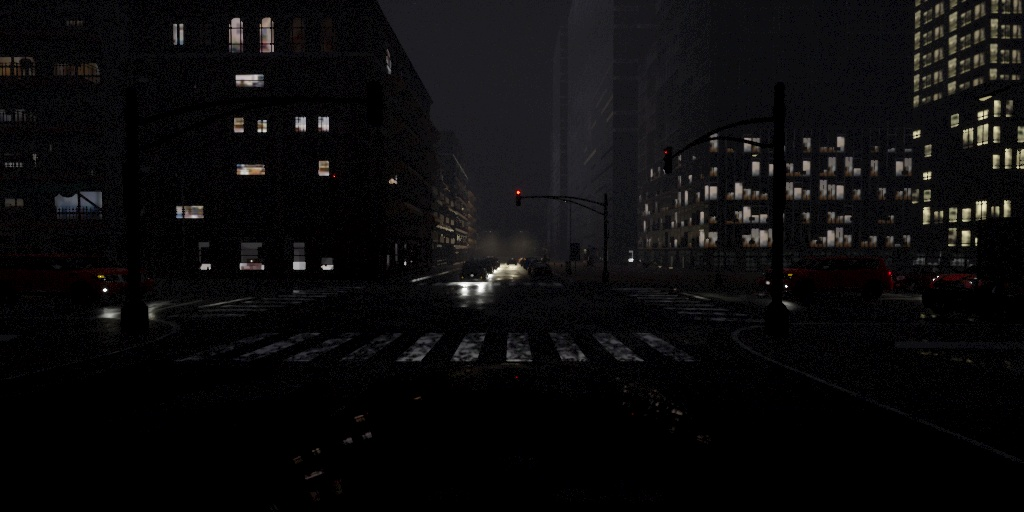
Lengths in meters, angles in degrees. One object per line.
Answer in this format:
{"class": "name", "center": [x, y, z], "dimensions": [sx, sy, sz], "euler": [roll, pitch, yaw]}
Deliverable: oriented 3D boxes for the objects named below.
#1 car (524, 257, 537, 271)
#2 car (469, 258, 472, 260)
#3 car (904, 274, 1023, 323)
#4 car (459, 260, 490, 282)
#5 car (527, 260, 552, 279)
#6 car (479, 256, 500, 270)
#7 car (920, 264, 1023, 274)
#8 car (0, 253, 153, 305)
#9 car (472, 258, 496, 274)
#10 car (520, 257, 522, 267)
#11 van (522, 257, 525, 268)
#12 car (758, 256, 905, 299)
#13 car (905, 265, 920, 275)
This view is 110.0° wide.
{"class": "car", "center": [2.633, 1.159, 38.114], "dimensions": [1.967, 1.591, 4.097], "euler": [0, 0, 0]}
{"class": "car", "center": [-5.722, 1.270, 49.367], "dimensions": [1.948, 1.339, 4.313], "euler": [0, 0, 0]}
{"class": "car", "center": [16.708, 1.445, 12.171], "dimensions": [4.403, 1.370, 2.007], "euler": [0, 0, 1]}
{"class": "car", "center": [-3.057, 1.294, 29.025], "dimensions": [1.994, 1.385, 4.181], "euler": [0, 0, -1]}
{"class": "car", "center": [2.637, 1.272, 32.468], "dimensions": [1.888, 1.381, 4.507], "euler": [0, 0, 0]}
{"class": "car", "center": [-3.117, 1.054, 50.780], "dimensions": [2.097, 1.767, 4.553], "euler": [0, 0, 0]}
{"class": "car", "center": [24.095, 1.189, 17.978], "dimensions": [4.553, 1.767, 2.097], "euler": [0, 1, 1]}
{"class": "car", "center": [-18.849, 0.911, 15.336], "dimensions": [5.566, 2.045, 2.150], "euler": [0, 1, 1]}
{"class": "car", "center": [-3.125, 1.222, 40.475], "dimensions": [1.837, 1.490, 4.892], "euler": [0, 0, 0]}
{"class": "car", "center": [2.622, 1.240, 55.052], "dimensions": [1.888, 1.381, 4.507], "euler": [0, 0, 0]}
{"class": "van", "center": [2.626, 1.045, 49.406], "dimensions": [1.690, 1.789, 3.998], "euler": [0, 0, 0]}
{"class": "car", "center": [15.703, 1.020, 18.088], "dimensions": [5.566, 2.045, 2.150], "euler": [0, 1, 1]}
{"class": "car", "center": [23.361, 1.230, 20.722], "dimensions": [4.097, 1.591, 1.967], "euler": [0, 0, 1]}
